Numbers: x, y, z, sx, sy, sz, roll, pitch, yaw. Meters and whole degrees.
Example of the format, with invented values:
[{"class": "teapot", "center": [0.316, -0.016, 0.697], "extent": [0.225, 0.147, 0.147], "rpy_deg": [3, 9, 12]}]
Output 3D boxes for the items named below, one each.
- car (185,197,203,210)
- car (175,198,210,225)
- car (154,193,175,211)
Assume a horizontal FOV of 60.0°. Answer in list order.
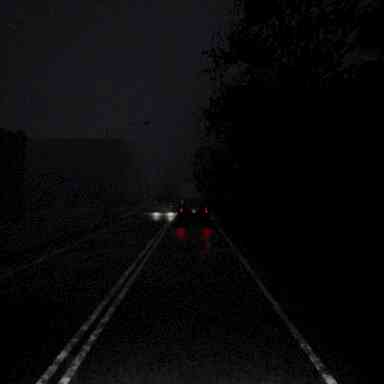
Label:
[{"class": "car", "center": [0.268, 1.436, 41.584], "extent": [2.033, 1.411, 5.357], "rpy_deg": [0, 0, 1]}, {"class": "car", "center": [0.119, 1.259, 23.277], "extent": [2.097, 1.767, 4.553], "rpy_deg": [0, 0, 0]}, {"class": "car", "center": [-3.119, 1.169, 39.309], "extent": [2.150, 2.045, 5.566], "rpy_deg": [0, 0, 1]}]
